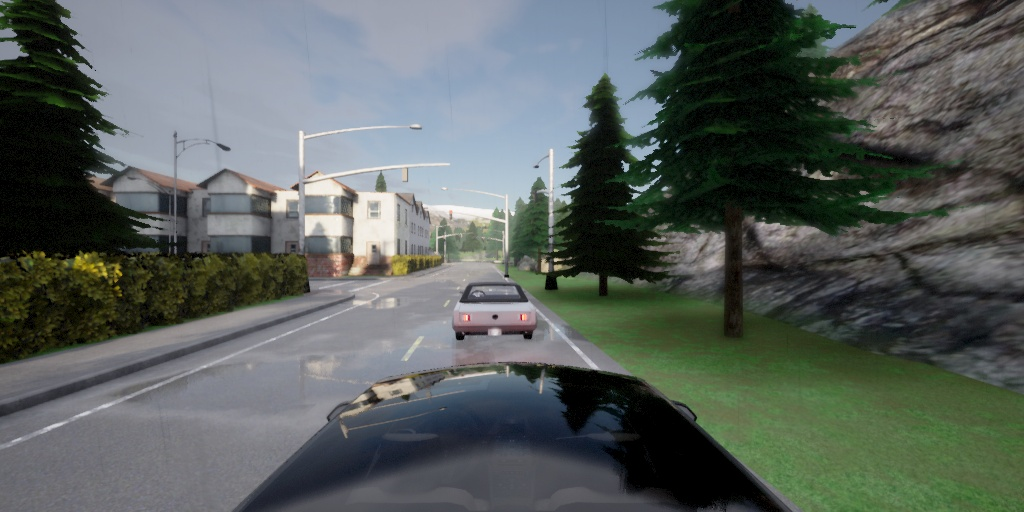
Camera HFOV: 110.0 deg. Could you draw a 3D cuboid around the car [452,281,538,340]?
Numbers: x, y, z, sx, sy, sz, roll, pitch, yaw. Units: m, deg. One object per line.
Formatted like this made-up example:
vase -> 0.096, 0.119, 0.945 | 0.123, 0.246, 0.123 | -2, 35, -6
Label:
car -> -0.520, 1.349, 9.930 | 1.895, 1.301, 4.718 | 0, 0, -4
